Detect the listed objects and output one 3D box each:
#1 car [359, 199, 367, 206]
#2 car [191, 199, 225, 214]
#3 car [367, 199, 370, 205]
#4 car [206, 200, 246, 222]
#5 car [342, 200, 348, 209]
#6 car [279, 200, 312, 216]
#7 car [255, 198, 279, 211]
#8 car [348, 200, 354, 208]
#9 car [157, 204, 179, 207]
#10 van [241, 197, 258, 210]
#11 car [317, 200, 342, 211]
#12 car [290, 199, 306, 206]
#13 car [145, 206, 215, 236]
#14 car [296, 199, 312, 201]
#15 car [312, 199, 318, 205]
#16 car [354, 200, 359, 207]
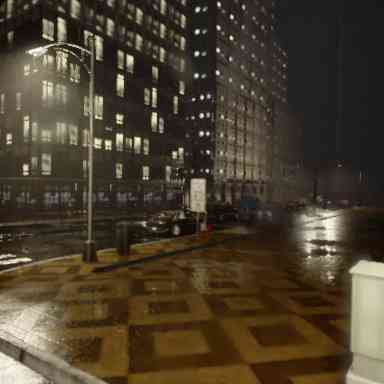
[{"bbox_3d":[37.730,2.434,75.372,1.947,1.339,4.313,1,0,35],"label":"car"},{"bbox_3d":[1.886,1.630,38.454,1.967,1.590,4.097,1,0,35],"label":"car"},{"bbox_3d":[44.168,2.521,84.641,1.887,1.381,4.507,1,0,35],"label":"car"},{"bbox_3d":[2.564,1.751,29.285,1.837,1.490,4.892,2,0,35],"label":"car"},{"bbox_3d":[24.854,2.232,56.836,1.802,1.307,4.206,1,0,35],"label":"car"},{"bbox_3d":[11.979,1.996,38.299,1.947,1.339,4.313,1,0,35],"label":"car"},{"bbox_3d":[11.130,1.971,47.072,1.895,1.301,4.718,2,0,35],"label":"car"},{"bbox_3d":[28.075,2.145,61.470,1.967,1.590,4.097,1,0,35],"label":"car"},{"bbox_3d":[-2.064,1.705,28.210,1.994,1.385,4.181,2,0,35],"label":"car"},{"bbox_3d":[8.323,1.642,47.720,1.690,1.788,3.998,1,0,35],"label":"van"},{"bbox_3d":[21.636,2.161,52.201,1.947,1.339,4.313,1,0,35],"label":"car"},{"bbox_3d":[21.193,2.102,66.252,1.802,1.307,4.206,1,0,35],"label":"car"},{"bbox_3d":[-0.790,1.760,19.690,2.008,1.369,4.403,1,0,35],"label":"car"},{"bbox_3d":[14.635,1.948,46.717,2.128,1.511,4.902,2,0,35],"label":"car"},{"bbox_3d":[27.629,2.195,75.518,1.947,1.339,4.313,1,0,35],"label":"car"},{"bbox_3d":[31.292,2.325,66.104,1.947,1.339,4.313,1,0,35],"label":"car"}]
